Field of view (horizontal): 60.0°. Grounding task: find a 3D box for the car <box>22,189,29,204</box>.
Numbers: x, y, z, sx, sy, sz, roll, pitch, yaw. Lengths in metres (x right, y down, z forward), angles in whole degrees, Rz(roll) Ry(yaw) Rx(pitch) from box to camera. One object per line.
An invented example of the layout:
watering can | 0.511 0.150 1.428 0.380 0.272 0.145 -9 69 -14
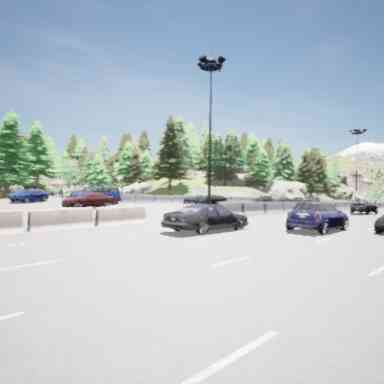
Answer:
car | -18.772 0.424 38.580 1.882 1.535 5.008 4 3 13

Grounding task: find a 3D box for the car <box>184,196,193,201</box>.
car | 1.191 1.049 48.545 2.033 1.411 5.357 2 0 44

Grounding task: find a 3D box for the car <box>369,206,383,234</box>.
car | 11.952 1.691 18.967 1.994 1.385 4.181 2 1 43

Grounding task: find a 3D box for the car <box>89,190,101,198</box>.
car | -19.608 0.459 67.314 2.128 1.511 4.902 1 -1 -13

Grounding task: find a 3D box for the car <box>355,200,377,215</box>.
car | 19.024 1.655 36.620 2.128 1.511 4.902 2 0 43

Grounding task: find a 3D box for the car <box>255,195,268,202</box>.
car | 13.444 1.403 61.419 1.837 1.490 4.892 2 0 43

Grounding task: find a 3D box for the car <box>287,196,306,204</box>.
car | 22.338 1.763 70.829 1.837 1.490 4.892 2 0 43

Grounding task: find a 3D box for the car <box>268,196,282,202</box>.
car | 16.401 1.560 59.456 2.033 1.411 5.357 2 0 43

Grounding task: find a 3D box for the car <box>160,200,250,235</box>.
car | 0.837 1.355 17.393 2.033 1.411 5.357 2 1 43

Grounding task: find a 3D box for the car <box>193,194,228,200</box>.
car | 2.922 1.051 45.301 1.882 1.535 5.008 2 0 44

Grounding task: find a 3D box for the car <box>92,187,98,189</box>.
car | -10.338 0.466 36.376 2.150 2.045 5.566 2 2 44

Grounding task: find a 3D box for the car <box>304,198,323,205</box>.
car | 25.236 1.972 68.805 1.895 1.301 4.718 2 0 43

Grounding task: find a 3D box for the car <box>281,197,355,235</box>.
car | 7.303 1.344 19.121 2.097 1.767 4.553 2 1 43

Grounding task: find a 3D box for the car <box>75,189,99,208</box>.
car | -9.851 0.809 31.832 1.882 1.535 5.008 2 1 43
